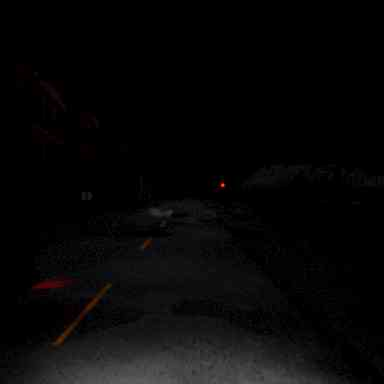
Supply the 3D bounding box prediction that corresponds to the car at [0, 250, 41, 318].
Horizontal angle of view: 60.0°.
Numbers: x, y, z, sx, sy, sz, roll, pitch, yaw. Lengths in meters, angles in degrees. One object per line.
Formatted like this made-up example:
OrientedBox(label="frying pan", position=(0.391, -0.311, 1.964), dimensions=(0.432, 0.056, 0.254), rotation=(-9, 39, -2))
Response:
OrientedBox(label="car", position=(-4.100, 1.548, 4.687), dimensions=(2.033, 1.411, 5.357), rotation=(0, 0, 0))
